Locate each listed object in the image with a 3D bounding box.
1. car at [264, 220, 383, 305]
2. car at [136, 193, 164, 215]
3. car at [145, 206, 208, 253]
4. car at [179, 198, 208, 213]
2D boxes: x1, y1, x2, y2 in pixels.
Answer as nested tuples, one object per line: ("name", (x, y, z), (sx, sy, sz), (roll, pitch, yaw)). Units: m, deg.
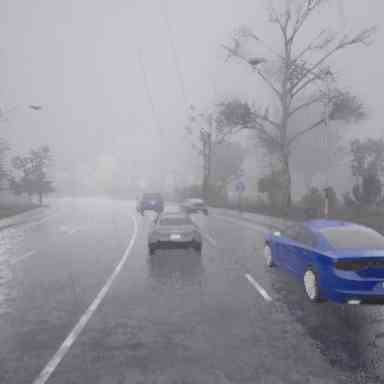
("car", (3.193, 1.406, 8.060), (1.882, 1.535, 5.008), (0, 1, -3))
("car", (-4.097, 1.071, 32.202), (2.150, 2.045, 5.566), (-1, 0, -14))
("car", (-0.758, 1.492, 13.387), (1.994, 1.385, 4.181), (-1, 0, -6))
("car", (0.085, 1.325, 29.572), (1.837, 1.490, 4.892), (-1, 0, -13))
